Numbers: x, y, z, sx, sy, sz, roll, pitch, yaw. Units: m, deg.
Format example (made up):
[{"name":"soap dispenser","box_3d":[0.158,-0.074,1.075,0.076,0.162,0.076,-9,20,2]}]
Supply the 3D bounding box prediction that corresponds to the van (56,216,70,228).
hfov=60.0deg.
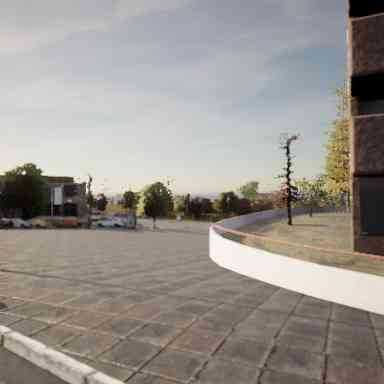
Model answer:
[{"name":"van","box_3d":[-22.689,4.790,53.407,4.442,1.987,1.878,0,-6,5]}]

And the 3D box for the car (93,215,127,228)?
[{"name":"car","box_3d":[-16.482,6.186,67.056,5.566,2.045,2.435,0,-5,5]}]

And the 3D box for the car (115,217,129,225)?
[{"name":"car","box_3d":[-19.063,7.860,90.586,1.946,1.575,5.366,0,1,10]}]

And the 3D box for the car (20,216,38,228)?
[{"name":"car","box_3d":[-25.354,4.485,47.929,4.674,1.452,2.002,0,-6,5]}]

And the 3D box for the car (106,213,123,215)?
[{"name":"car","box_3d":[-21.710,7.705,91.892,2.185,1.767,4.553,0,1,10]}]

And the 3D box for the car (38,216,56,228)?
[{"name":"car","box_3d":[-24.264,4.726,50.677,5.366,1.575,1.946,0,-5,5]}]

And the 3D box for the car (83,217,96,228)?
[{"name":"car","box_3d":[-20.261,5.585,58.848,4.892,1.521,2.231,0,-5,5]}]

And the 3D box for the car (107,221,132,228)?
[{"name":"car","box_3d":[-15.195,6.761,69.758,4.674,1.452,2.002,0,-5,5]}]

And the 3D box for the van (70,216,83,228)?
[{"name":"van","box_3d":[-21.418,5.075,56.141,4.442,1.987,1.878,0,-6,5]}]

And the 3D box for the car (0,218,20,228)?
[{"name":"car","box_3d":[-26.609,4.200,45.188,4.674,1.452,2.002,0,-5,5]}]
